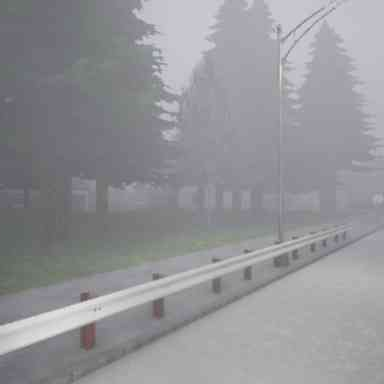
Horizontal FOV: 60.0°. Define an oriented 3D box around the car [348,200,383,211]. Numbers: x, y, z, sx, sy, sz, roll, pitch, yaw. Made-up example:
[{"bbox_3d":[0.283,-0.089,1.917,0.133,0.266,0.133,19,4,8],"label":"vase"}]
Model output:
[{"bbox_3d":[25.259,1.959,48.097,4.902,1.511,2.128,-1,-1,42],"label":"car"}]
